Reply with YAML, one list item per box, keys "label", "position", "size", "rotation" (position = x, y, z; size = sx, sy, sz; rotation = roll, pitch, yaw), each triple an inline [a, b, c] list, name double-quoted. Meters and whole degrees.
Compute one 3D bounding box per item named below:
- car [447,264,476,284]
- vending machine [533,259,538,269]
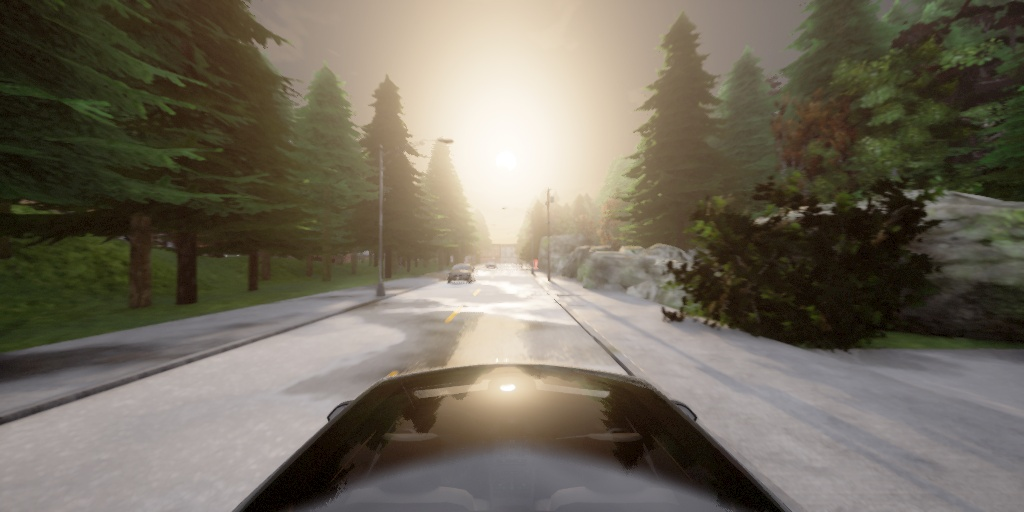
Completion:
- label: "car"
  position: [-4.064, 1.414, 29.340]
  size: [1.837, 1.490, 4.892]
  rotation: [0, -1, 0]
- label: "vending machine"
  position: [4.367, 1.524, 64.608]
  size: [1.100, 2.100, 0.880]
  rotation: [0, 0, 0]
